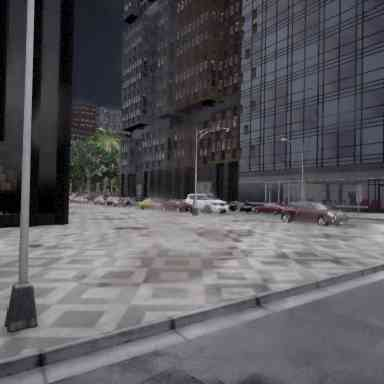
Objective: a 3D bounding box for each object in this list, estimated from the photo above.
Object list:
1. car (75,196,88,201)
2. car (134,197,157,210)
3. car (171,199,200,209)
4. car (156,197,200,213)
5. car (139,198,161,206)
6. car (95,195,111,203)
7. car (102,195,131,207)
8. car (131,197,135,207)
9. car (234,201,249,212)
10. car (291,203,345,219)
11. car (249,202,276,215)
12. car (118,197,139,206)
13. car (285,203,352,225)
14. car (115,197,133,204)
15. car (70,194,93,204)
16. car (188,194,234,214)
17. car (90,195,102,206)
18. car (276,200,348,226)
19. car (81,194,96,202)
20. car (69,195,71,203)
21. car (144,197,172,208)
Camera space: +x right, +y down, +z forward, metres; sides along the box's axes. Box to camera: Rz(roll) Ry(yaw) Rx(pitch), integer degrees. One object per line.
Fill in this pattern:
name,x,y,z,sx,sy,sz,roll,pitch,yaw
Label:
car,-29.769,1.694,89.453,1.752,1.417,4.829,2,-1,-35
car,-4.665,1.466,39.555,1.752,1.417,4.829,2,-1,-35
car,-1.007,1.718,49.103,2.008,1.369,4.403,2,-1,-35
car,-1.579,1.482,35.225,1.887,1.381,4.507,2,-1,-35
car,-7.377,1.722,58.040,2.008,1.369,4.403,2,-1,-35
car,-20.289,1.513,75.515,2.097,1.767,4.553,2,-1,-35
car,-11.133,1.386,48.632,1.967,1.590,4.097,2,-1,-35
car,-9.086,1.510,50.470,2.128,1.511,4.902,2,-1,-35
car,5.363,1.727,40.167,1.947,1.339,4.313,2,-1,-35
car,11.733,1.720,31.232,1.947,1.339,4.313,2,-1,-35
car,8.547,1.740,35.700,1.802,1.307,4.206,2,-1,-35
car,-11.245,1.624,58.710,1.812,1.442,4.674,2,-1,-35
car,9.260,1.562,24.603,1.994,1.385,4.181,2,-1,-36
car,-13.747,1.736,66.975,1.947,1.339,4.313,2,-1,-35
car,-20.593,1.472,61.899,1.752,1.417,4.829,2,-1,-35
car,1.481,1.228,35.534,2.150,2.045,5.566,2,-1,-35
car,-14.322,1.529,53.098,1.802,1.307,4.206,2,-1,-35
car,7.962,1.367,21.847,1.967,1.590,4.097,2,-1,-37
car,-26.481,1.484,84.850,2.192,1.841,5.009,2,-1,-35
car,-23.875,1.386,66.507,1.967,1.590,4.097,2,-1,-35
car,-5.172,1.589,50.263,2.128,1.511,4.902,2,-1,-35
